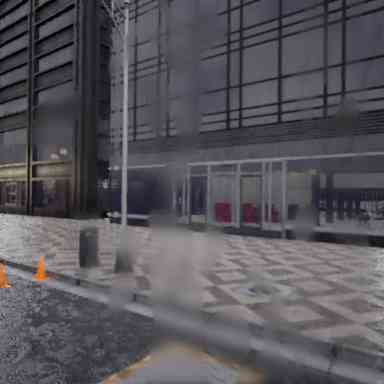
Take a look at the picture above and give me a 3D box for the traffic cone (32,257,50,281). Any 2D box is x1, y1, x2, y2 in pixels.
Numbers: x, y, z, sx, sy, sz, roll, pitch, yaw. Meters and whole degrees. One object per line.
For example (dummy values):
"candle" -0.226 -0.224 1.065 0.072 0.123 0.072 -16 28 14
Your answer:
"traffic cone" -4.013 2.022 8.839 0.340 0.580 0.340 0 -1 37

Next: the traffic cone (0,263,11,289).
"traffic cone" -4.610 2.010 8.037 0.340 0.580 0.340 0 -1 37
